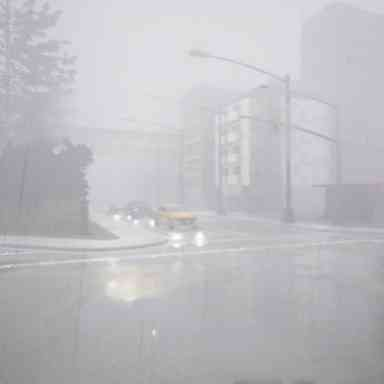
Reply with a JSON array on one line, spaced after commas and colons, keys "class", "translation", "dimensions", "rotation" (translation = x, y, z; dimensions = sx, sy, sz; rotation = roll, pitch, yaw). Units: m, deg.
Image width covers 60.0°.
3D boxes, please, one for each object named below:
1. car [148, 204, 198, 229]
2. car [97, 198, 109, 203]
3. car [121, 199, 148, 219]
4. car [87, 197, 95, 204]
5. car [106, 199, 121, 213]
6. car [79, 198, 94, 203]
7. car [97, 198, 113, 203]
[{"class": "car", "translation": [-1.238, 1.627, 23.056], "dimensions": [1.882, 1.535, 5.008], "rotation": [0, 0, -23]}, {"class": "car", "translation": [-20.628, 2.089, 78.819], "dimensions": [2.038, 1.542, 4.974], "rotation": [0, 0, -43]}, {"class": "car", "translation": [-5.126, 1.586, 32.146], "dimensions": [2.097, 1.767, 4.553], "rotation": [0, 0, -23]}, {"class": "car", "translation": [-24.574, 2.112, 77.464], "dimensions": [2.038, 1.542, 4.974], "rotation": [0, 0, 2]}, {"class": "car", "translation": [-9.030, 1.921, 41.322], "dimensions": [1.895, 1.301, 4.718], "rotation": [0, 0, -23]}, {"class": "car", "translation": [-24.574, 1.955, 77.517], "dimensions": [1.853, 1.218, 4.536], "rotation": [0, 0, 2]}, {"class": "car", "translation": [-20.665, 1.932, 78.857], "dimensions": [1.853, 1.218, 4.536], "rotation": [0, 0, -43]}]
